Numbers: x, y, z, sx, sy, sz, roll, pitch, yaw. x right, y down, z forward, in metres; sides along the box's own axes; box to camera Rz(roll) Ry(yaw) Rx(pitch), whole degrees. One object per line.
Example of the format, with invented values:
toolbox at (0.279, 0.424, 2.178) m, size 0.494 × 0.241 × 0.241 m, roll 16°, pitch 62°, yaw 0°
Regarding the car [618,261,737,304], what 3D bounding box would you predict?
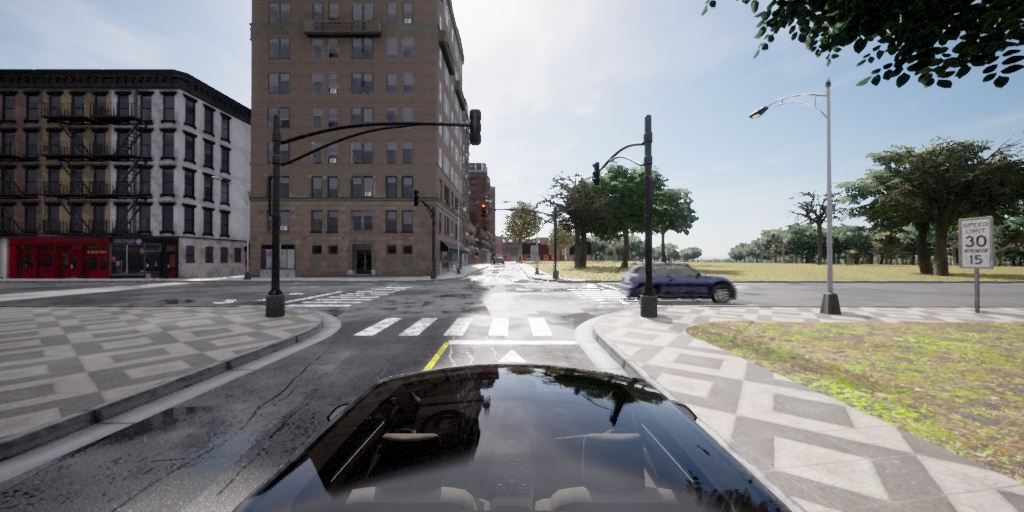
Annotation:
car at (7.036, 1.058, 15.435) m, size 4.553 × 1.767 × 2.097 m, roll 0°, pitch -1°, yaw 0°
